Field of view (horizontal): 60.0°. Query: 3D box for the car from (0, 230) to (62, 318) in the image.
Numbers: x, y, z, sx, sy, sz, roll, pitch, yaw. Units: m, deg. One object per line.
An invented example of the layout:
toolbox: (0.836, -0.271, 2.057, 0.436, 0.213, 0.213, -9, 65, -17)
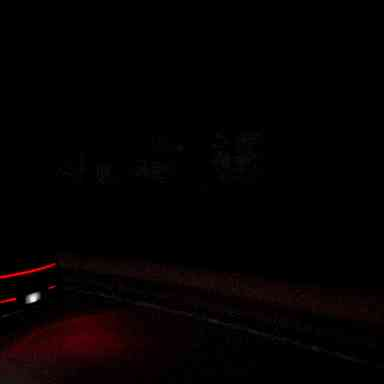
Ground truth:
car: (-4.777, 1.465, 6.473, 4.892, 1.490, 1.837, 0, -1, 25)
